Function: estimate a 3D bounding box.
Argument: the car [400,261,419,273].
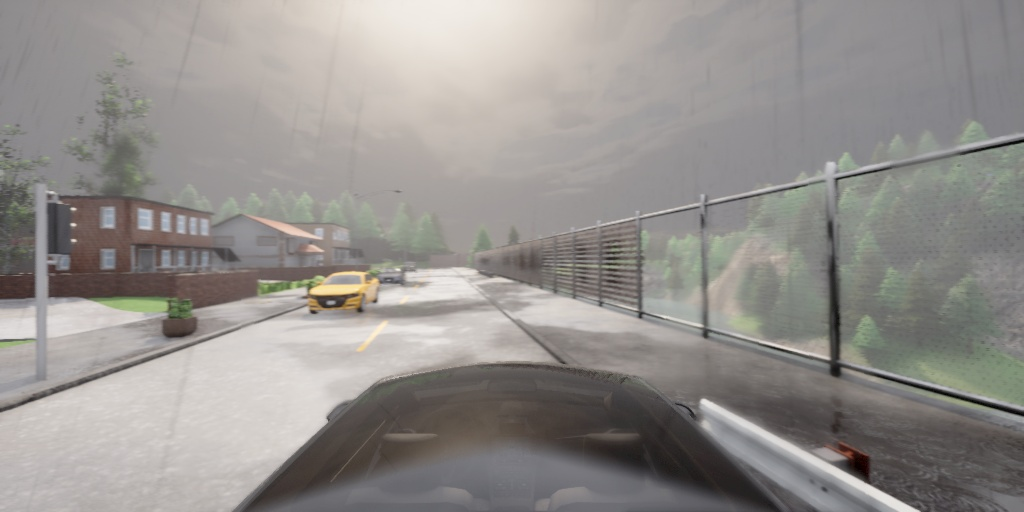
[{"bbox_3d":[-12.517,1.365,43.993,1.837,1.490,4.892,-1,0,-11],"label":"car"}]

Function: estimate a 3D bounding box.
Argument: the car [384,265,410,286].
[{"bbox_3d":[-9.608,1.655,28.776,1.994,1.385,4.181,-1,0,-11],"label":"car"}]

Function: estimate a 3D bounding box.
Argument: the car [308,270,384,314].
[{"bbox_3d":[-6.959,1.429,15.274,1.882,1.535,5.008,-1,0,-11],"label":"car"}]
